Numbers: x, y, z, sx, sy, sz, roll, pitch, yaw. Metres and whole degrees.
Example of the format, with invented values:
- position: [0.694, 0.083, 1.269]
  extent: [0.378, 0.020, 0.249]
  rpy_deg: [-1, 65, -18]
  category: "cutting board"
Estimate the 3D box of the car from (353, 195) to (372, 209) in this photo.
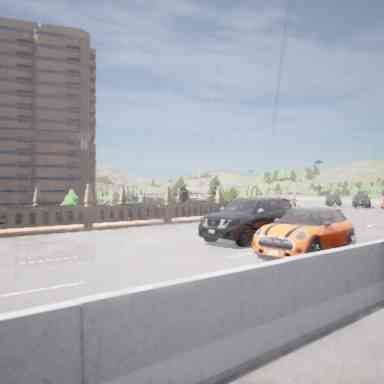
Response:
- position: [25.784, 1.425, 50.581]
  extent: [2.150, 2.045, 5.566]
  rpy_deg: [0, 0, 21]
  category: "car"

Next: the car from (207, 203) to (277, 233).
- position: [3.294, 1.571, 21.143]
  extent: [1.882, 1.535, 5.008]
  rpy_deg: [0, 0, 43]
  category: "car"

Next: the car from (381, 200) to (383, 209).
- position: [27.963, 1.539, 46.622]
  extent: [2.097, 1.767, 4.553]
  rpy_deg: [0, 0, 22]
  category: "car"

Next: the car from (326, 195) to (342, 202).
- position: [24.222, 1.456, 56.846]
  extent: [2.150, 2.045, 5.566]
  rpy_deg: [0, 0, 17]
  category: "car"

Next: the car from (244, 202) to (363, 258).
- position: [4.276, 1.405, 12.369]
  extent: [4.553, 1.767, 2.097]
  rpy_deg: [0, 0, -43]
  category: "car"

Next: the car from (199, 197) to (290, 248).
- position: [2.810, 1.291, 15.712]
  extent: [5.566, 2.045, 2.150]
  rpy_deg: [0, 0, -44]
  category: "car"
